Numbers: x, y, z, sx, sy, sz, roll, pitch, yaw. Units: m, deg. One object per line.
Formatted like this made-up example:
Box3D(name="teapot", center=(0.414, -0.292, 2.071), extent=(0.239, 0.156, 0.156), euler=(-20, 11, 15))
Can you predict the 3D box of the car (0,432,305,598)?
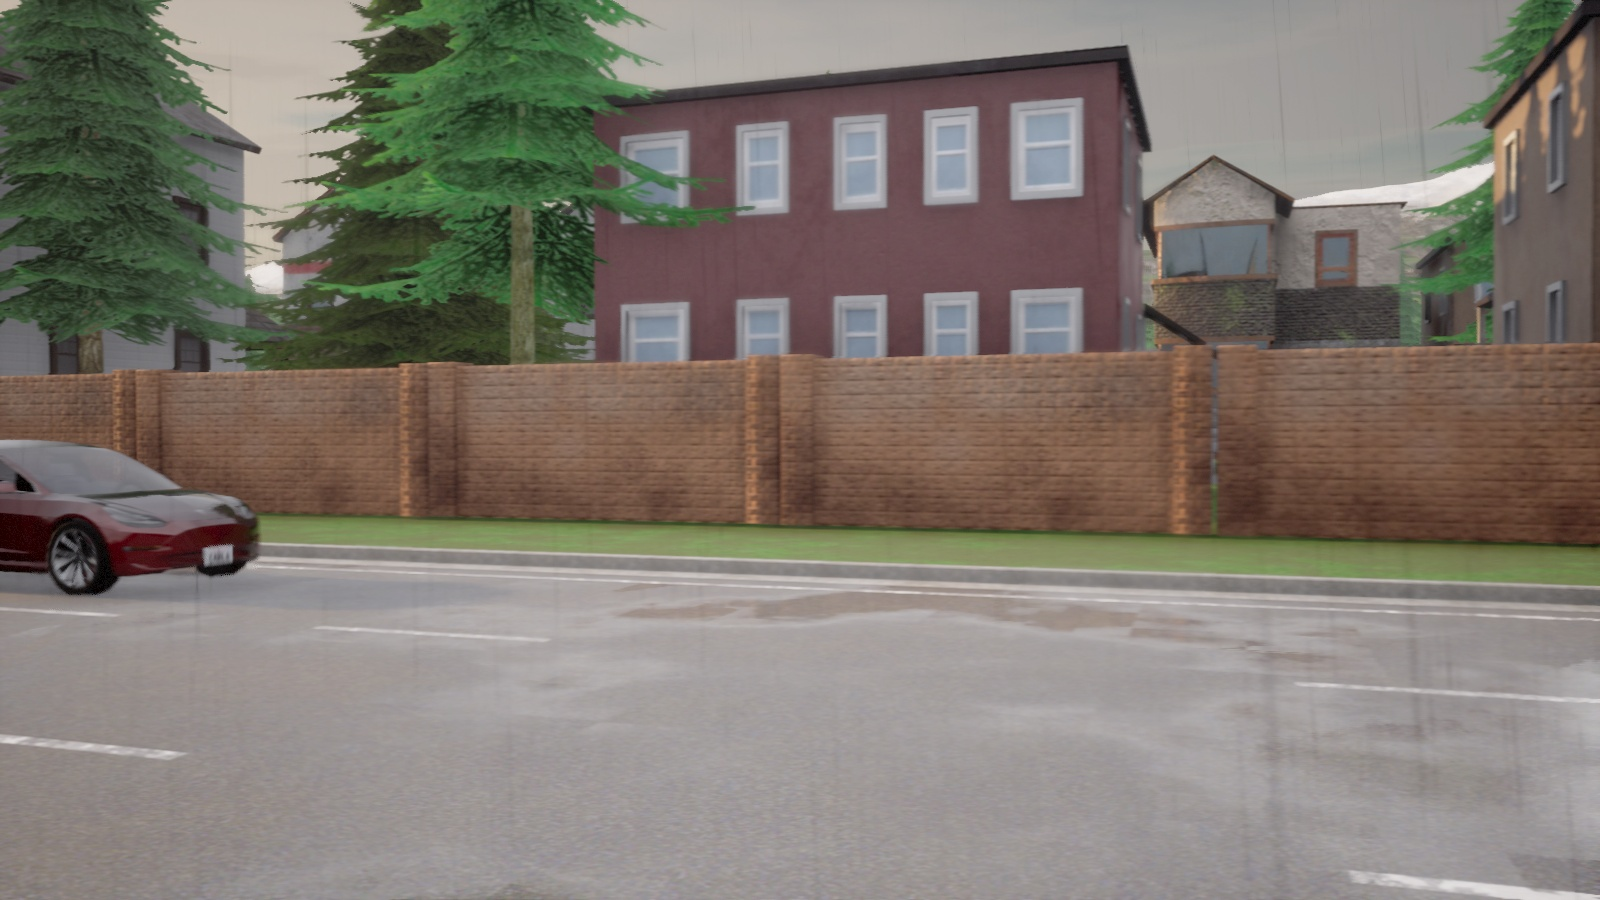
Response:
Box3D(name="car", center=(-7.948, 0.568, 13.280), extent=(4.792, 1.488, 2.163), euler=(1, 1, 19))
